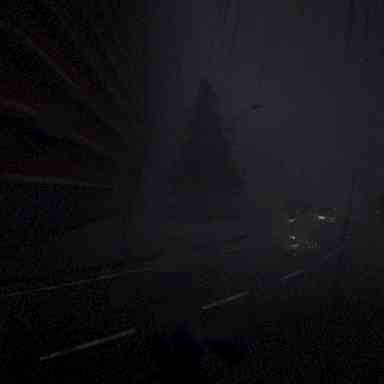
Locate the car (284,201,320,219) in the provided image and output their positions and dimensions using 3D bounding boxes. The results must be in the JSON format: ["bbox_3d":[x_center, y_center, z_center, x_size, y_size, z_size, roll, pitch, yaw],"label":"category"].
[{"bbox_3d":[9.700,1.584,30.256,1.837,1.490,4.892,0,0,4],"label":"car"}]

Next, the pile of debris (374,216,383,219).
[{"bbox_3d":[16.856,2.220,28.572,1.500,0.140,1.860,0,0,7],"label":"pile of debris"}]

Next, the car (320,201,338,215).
[{"bbox_3d":[13.472,1.631,35.259,2.033,1.411,5.357,0,0,1],"label":"car"}]

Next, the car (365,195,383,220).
[{"bbox_3d":[16.716,1.265,28.168,2.150,2.045,5.566,0,0,8],"label":"car"}]
